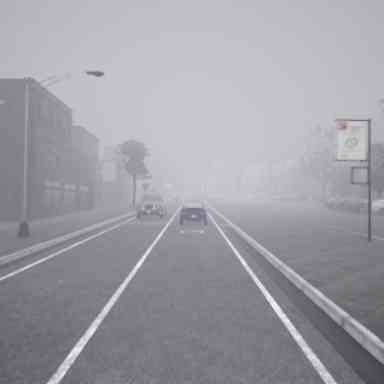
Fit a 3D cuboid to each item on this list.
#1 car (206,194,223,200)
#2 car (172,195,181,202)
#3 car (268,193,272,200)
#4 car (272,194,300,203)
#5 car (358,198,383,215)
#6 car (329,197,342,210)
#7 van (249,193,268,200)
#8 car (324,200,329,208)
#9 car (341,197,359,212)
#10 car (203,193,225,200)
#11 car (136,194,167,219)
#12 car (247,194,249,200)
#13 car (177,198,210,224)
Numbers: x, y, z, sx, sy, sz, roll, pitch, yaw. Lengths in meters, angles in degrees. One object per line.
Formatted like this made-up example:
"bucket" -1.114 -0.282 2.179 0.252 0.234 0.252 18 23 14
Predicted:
"car" 6.299 1.314 92.768 4.553 1.767 2.185 0 -1 0
"car" -3.240 1.380 70.698 2.033 1.411 5.357 0 0 0
"car" 18.697 1.337 68.503 4.674 1.452 2.002 0 0 0
"car" 18.767 1.177 65.332 4.553 1.767 2.185 0 0 0
"car" 18.704 1.424 31.299 4.674 1.452 2.002 0 0 0
"car" 18.706 1.369 37.721 4.892 1.521 2.231 0 0 0
"van" 18.447 1.164 89.299 4.442 1.987 1.878 0 -1 0
"car" 18.712 1.400 40.997 4.674 1.452 2.002 0 0 0
"car" 18.714 1.376 34.447 5.008 1.535 2.097 0 0 0
"car" 6.107 1.393 89.847 5.366 1.575 1.946 0 -1 0
"car" -3.344 1.159 28.379 2.150 2.045 5.566 0 0 0
"car" 18.727 1.429 92.092 5.366 1.575 1.946 0 -1 0
"car" 0.104 1.424 24.222 1.882 1.535 5.008 0 0 0
